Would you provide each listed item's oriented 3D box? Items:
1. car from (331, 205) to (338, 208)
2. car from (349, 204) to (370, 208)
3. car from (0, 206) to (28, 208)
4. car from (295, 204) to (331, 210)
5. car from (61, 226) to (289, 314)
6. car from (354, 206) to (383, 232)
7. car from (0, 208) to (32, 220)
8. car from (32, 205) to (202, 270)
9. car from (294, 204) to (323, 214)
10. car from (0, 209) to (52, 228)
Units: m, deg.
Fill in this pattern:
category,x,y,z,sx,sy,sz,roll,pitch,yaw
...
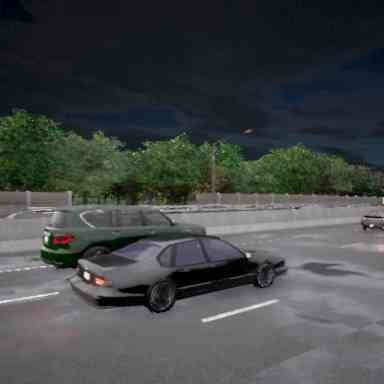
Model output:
category,x,y,z,sx,sy,sz,roll,pitch,yaw
car,19.206,2.486,48.265,5.357,1.411,2.033,1,-2,-36
car,23.887,2.440,47.335,4.892,1.490,1.837,2,-2,-36
car,-13.935,1.862,24.096,4.553,1.767,2.097,1,-1,-36
car,11.940,2.160,34.315,4.674,1.442,1.812,1,-1,-36
car,-0.029,1.712,7.999,5.357,1.411,2.033,1,-1,-36
car,12.968,1.883,21.822,4.902,1.511,2.128,1,-1,-36
car,-11.094,1.986,21.834,4.674,1.442,1.812,1,-1,-36
car,-1.927,1.448,10.954,5.566,2.045,2.150,1,-1,-36
car,18.167,2.620,51.827,4.718,1.301,1.895,1,-2,-36
car,-14.325,2.156,28.138,4.181,1.385,1.994,1,-1,-36
